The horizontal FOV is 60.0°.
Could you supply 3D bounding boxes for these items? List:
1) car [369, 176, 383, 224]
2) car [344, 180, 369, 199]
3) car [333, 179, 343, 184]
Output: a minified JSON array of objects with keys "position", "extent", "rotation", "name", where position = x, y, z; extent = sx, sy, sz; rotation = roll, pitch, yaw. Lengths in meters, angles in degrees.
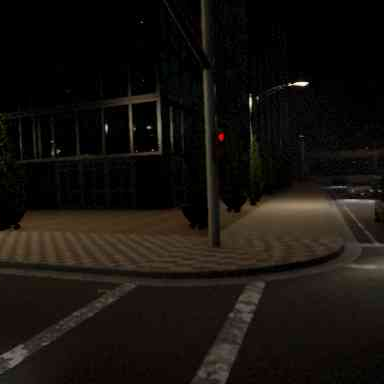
[{"position":[8.167,0.367,12.350],"extent":[2.150,2.045,5.566],"rotation":[-1,3,24],"name":"car"},{"position":[14.089,-0.270,28.083],"extent":[1.812,1.442,4.674],"rotation":[-1,3,20],"name":"car"},{"position":[22.841,-1.742,51.826],"extent":[1.994,1.385,4.181],"rotation":[-1,3,20],"name":"car"}]
